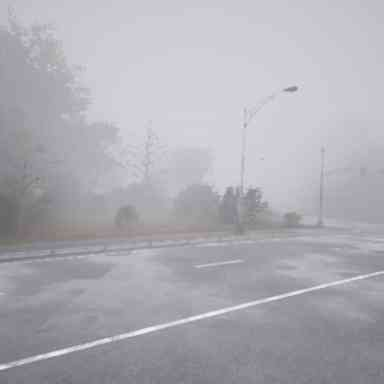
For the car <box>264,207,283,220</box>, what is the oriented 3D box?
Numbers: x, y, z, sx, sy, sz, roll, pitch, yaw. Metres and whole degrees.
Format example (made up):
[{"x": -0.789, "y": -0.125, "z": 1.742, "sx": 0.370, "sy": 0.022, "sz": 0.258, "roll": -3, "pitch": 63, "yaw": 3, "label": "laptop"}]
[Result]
[{"x": 10.269, "y": 2.783, "z": 42.751, "sx": 2.128, "sy": 1.511, "sz": 4.902, "roll": 4, "pitch": 0, "yaw": -22, "label": "car"}]
